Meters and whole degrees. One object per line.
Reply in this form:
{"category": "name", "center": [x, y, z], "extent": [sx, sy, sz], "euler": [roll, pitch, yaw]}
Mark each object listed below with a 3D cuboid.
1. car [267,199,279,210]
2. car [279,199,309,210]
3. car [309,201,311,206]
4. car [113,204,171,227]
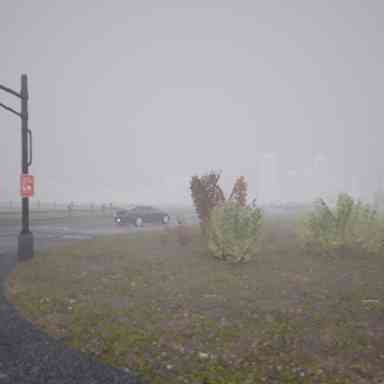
{"category": "car", "center": [14.199, 1.991, 55.263], "extent": [2.097, 1.767, 4.553], "euler": [-1, -1, 36]}
{"category": "car", "center": [15.845, 2.104, 51.503], "extent": [2.033, 1.411, 5.357], "euler": [-1, -1, 36]}
{"category": "car", "center": [20.436, 2.208, 57.918], "extent": [1.994, 1.385, 4.181], "euler": [-1, -1, 36]}
{"category": "car", "center": [-3.575, 1.697, 24.645], "extent": [1.837, 1.490, 4.892], "euler": [-1, -1, 36]}
